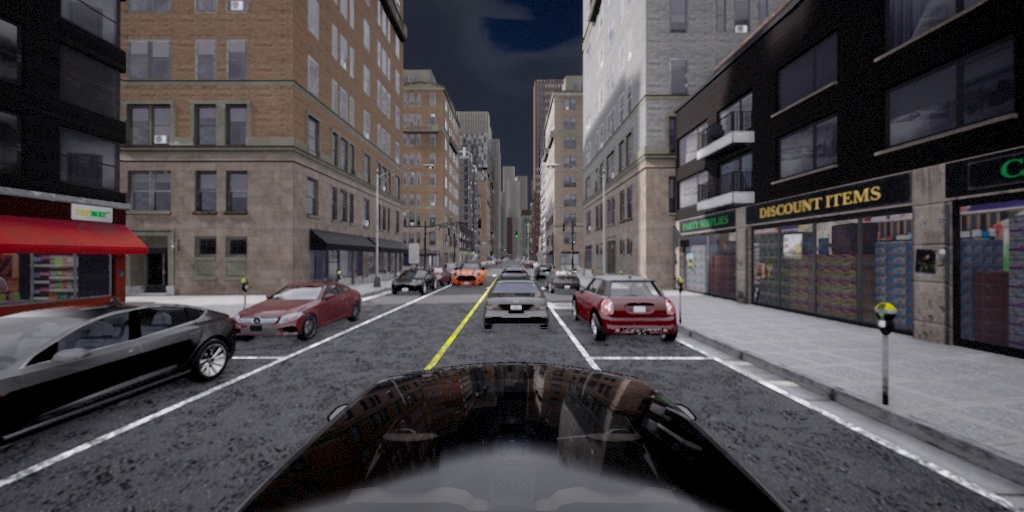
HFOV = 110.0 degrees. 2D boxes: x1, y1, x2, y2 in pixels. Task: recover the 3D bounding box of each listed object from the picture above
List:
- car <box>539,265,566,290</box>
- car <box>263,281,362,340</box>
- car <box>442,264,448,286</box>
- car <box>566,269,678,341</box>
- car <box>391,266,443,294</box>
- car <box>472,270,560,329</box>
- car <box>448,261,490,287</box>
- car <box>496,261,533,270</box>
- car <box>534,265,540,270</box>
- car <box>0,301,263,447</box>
[{"bbox_3d":[2.907,1.399,20.997,2.007,1.370,4.403,0,0,0],"label":"car"},{"bbox_3d":[-5.648,1.374,10.018,1.802,1.307,4.207,0,0,0],"label":"car"},{"bbox_3d":[-5.603,1.459,26.521,1.802,1.307,4.207,0,0,0],"label":"car"},{"bbox_3d":[2.877,1.231,9.994,1.967,1.591,4.097,0,0,0],"label":"car"},{"bbox_3d":[-5.618,1.414,21.020,1.948,1.339,4.313,0,0,0],"label":"car"},{"bbox_3d":[0.123,1.347,11.486,2.033,1.411,5.357,0,0,0],"label":"car"},{"bbox_3d":[-2.999,1.225,25.965,2.097,1.767,4.553,0,0,1],"label":"car"},{"bbox_3d":[0.163,1.363,25.328,2.128,1.511,4.902,0,0,0],"label":"car"},{"bbox_3d":[2.937,1.472,31.999,1.948,1.339,4.313,0,0,0],"label":"car"},{"bbox_3d":[-5.664,1.330,4.516,1.948,1.339,4.313,0,0,0],"label":"car"}]
